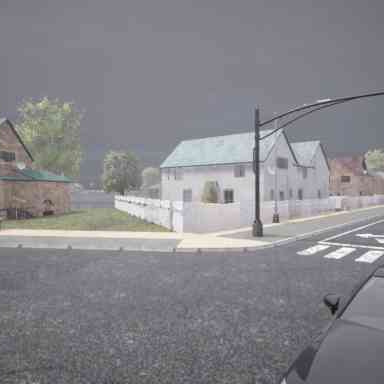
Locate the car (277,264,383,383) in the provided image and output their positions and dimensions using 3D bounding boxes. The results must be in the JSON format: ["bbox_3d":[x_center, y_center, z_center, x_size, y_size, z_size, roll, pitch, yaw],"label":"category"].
[{"bbox_3d":[2.561,1.524,3.463,1.812,1.442,4.674,0,0,42],"label":"car"}]
